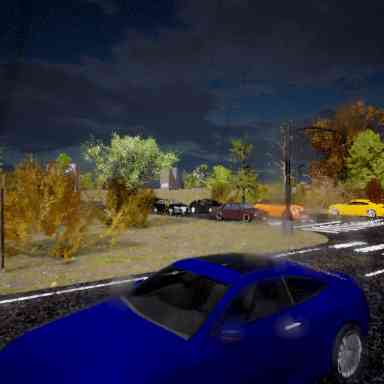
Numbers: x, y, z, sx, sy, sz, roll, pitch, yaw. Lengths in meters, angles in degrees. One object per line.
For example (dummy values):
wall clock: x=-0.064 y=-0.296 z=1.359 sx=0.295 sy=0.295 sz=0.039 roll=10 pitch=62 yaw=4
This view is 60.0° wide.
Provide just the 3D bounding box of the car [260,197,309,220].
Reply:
car: x=7.277 y=1.345 z=27.418 sx=2.097 sy=1.767 sz=4.553 roll=0 pitch=0 yaw=-38

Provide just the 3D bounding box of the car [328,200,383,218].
car: x=14.663 y=1.428 z=29.432 sx=1.882 sy=1.535 sz=5.008 roll=-1 pitch=1 yaw=-43

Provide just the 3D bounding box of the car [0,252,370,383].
car: x=0.293 y=1.525 z=3.901 sx=4.674 sy=1.442 sz=1.812 roll=0 pitch=0 yaw=-36

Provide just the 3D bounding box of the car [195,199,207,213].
car: x=1.691 y=1.488 z=34.529 sx=1.837 sy=1.490 sz=4.892 roll=0 pitch=0 yaw=-38

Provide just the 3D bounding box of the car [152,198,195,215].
car: x=-2.293 y=1.493 z=34.341 sx=2.128 sy=1.511 sz=4.902 roll=0 pitch=0 yaw=-38

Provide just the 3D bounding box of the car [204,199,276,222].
car: x=3.723 y=1.560 z=26.683 sx=2.033 sy=1.411 sz=5.357 roll=0 pitch=0 yaw=-38

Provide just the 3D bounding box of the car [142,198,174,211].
car: x=-4.419 y=1.499 z=42.306 sx=1.812 sy=1.442 sz=4.674 roll=0 pitch=0 yaw=-38
